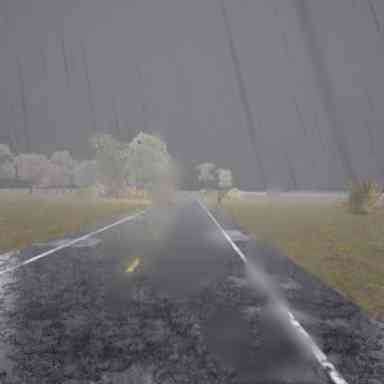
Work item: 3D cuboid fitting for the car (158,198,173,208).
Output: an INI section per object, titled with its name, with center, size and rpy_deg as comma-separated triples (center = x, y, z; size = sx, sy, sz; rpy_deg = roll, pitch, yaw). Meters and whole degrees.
[car]
center = -3.535, 1.499, 44.806
size = 1.895, 1.301, 4.718
rpy_deg = 0, 0, 0
